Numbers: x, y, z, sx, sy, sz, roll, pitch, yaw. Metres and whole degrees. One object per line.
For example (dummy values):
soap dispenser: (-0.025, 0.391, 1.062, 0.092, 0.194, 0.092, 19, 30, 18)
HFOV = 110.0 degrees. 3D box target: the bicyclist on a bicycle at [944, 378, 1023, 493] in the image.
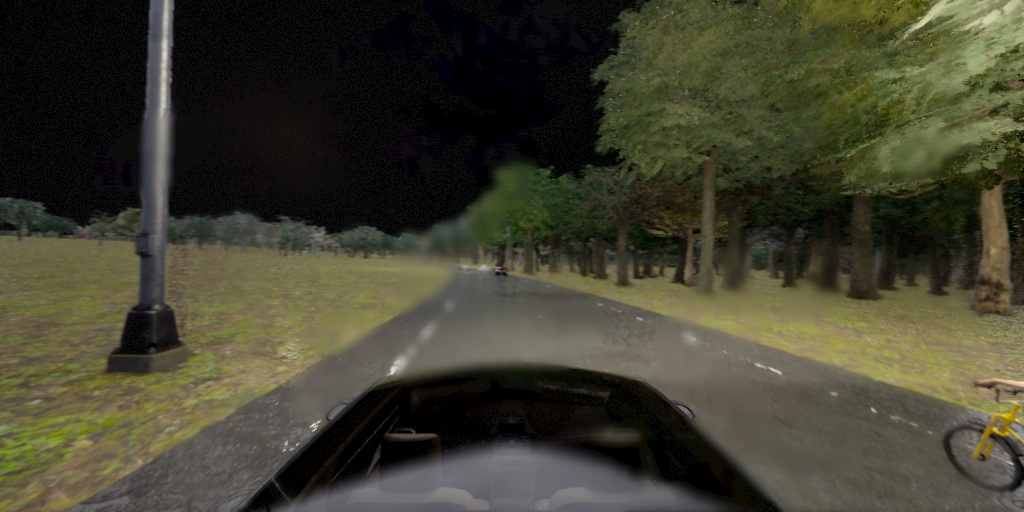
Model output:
bicyclist on a bicycle: (4.289, 1.290, 2.784, 0.866, 1.612, 1.509, 1, -1, -2)

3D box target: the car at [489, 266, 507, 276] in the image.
car: (-1.858, 2.209, 52.600, 1.837, 1.490, 4.892, 1, -1, -9)
